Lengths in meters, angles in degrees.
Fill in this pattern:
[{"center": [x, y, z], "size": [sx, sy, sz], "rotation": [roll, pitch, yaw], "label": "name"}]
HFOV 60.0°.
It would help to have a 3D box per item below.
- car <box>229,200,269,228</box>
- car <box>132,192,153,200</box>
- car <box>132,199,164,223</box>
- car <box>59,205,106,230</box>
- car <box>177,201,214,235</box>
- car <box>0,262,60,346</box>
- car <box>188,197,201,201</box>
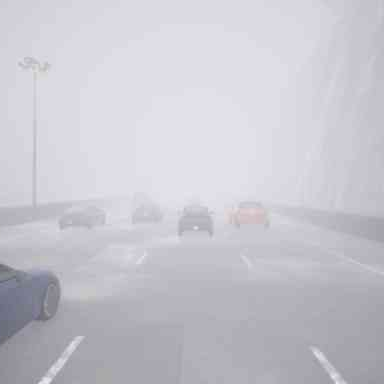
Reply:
[{"center": [3.721, 1.332, 22.397], "size": [2.097, 1.767, 4.553], "rotation": [0, 0, 0], "label": "car"}, {"center": [-6.641, 0.984, 44.908], "size": [2.150, 2.045, 5.566], "rotation": [0, 1, 0], "label": "car"}, {"center": [-3.263, 1.526, 25.149], "size": [1.994, 1.385, 4.181], "rotation": [0, 0, 0], "label": "car"}, {"center": [-6.790, 1.512, 20.915], "size": [1.812, 1.442, 4.674], "rotation": [0, 1, 0], "label": "car"}, {"center": [0.198, 1.504, 18.808], "size": [1.837, 1.490, 4.892], "rotation": [0, 0, 0], "label": "car"}, {"center": [-3.385, 1.532, 4.330], "size": [1.812, 1.442, 4.674], "rotation": [0, 0, 0], "label": "car"}, {"center": [0.334, 1.363, 40.740], "size": [2.033, 1.411, 5.357], "rotation": [0, 1, 0], "label": "car"}]
